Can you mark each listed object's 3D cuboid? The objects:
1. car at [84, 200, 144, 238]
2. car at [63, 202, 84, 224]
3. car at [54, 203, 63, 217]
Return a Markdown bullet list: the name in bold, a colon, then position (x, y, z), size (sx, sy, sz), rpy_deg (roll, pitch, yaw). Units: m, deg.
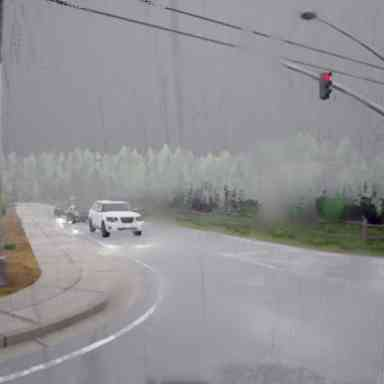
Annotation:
- **car**: position (-4.775, 1.533, 20.370), size (2.150, 2.045, 5.566), rpy_deg (1, -1, -29)
- **car**: position (-9.675, 1.807, 29.345), size (2.097, 1.767, 4.553), rpy_deg (1, -1, -29)
- **car**: position (-15.093, 2.105, 39.301), size (2.128, 1.511, 4.902), rpy_deg (1, -1, -28)
